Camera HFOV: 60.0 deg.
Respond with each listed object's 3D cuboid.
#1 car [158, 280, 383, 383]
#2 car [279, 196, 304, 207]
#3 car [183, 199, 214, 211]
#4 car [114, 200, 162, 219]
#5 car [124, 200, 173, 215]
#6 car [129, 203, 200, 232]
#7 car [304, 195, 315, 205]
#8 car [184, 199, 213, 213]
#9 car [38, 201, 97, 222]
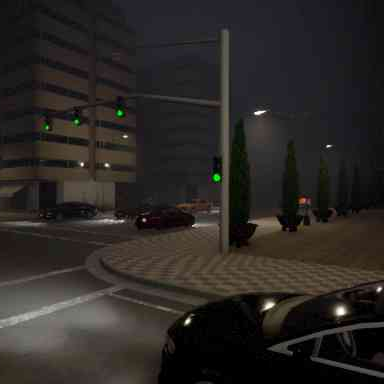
[{"bbox_3d":[1.895,1.492,2.622,4.902,1.511,2.128,0,0,36],"label":"car"},{"bbox_3d":[14.608,1.547,50.057,2.128,1.511,4.902,0,0,35],"label":"car"},{"bbox_3d":[0.916,1.619,43.131,1.994,1.385,4.181,0,0,36],"label":"car"},{"bbox_3d":[-4.784,1.619,29.030,1.994,1.385,4.181,0,0,35],"label":"car"},{"bbox_3d":[-4.538,1.603,35.443,2.033,1.411,5.357,0,0,35],"label":"car"},{"bbox_3d":[-1.627,1.619,21.021,1.994,1.385,4.181,0,0,35],"label":"car"},{"bbox_3d":[20.296,1.407,58.482,2.097,1.767,4.553,0,0,32],"label":"car"},{"bbox_3d":[0.368,1.533,36.316,1.882,1.535,5.008,0,0,35],"label":"car"},{"bbox_3d":[-10.160,1.560,27.487,1.837,1.490,4.892,0,0,35],"label":"car"}]
